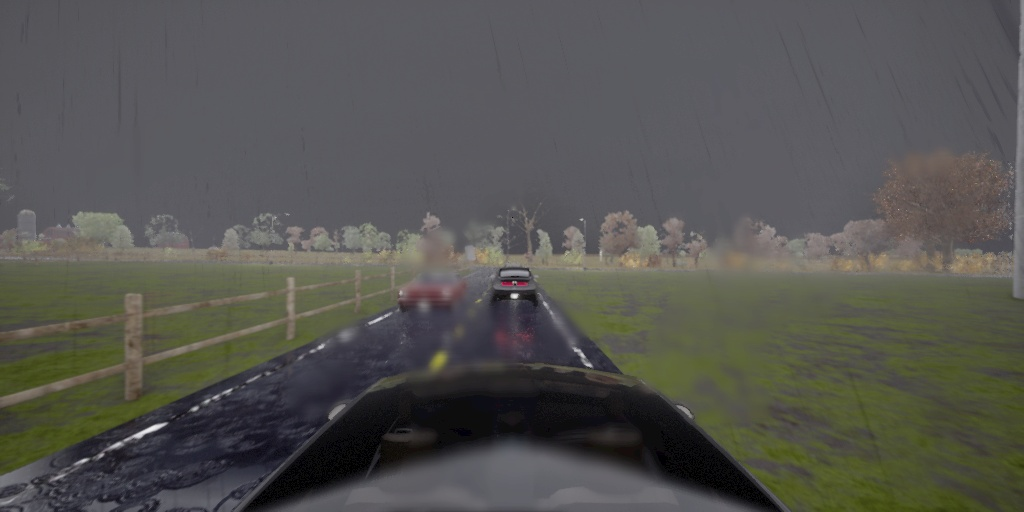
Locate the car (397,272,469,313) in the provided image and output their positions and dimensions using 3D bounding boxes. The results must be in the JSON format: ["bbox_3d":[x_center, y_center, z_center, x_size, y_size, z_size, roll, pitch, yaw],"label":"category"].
[{"bbox_3d":[-2.843,1.309,13.840,1.895,1.301,4.718,0,0,0],"label":"car"}]

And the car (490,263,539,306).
[{"bbox_3d":[0.110,1.207,15.297,1.837,1.490,4.892,0,0,0],"label":"car"}]
